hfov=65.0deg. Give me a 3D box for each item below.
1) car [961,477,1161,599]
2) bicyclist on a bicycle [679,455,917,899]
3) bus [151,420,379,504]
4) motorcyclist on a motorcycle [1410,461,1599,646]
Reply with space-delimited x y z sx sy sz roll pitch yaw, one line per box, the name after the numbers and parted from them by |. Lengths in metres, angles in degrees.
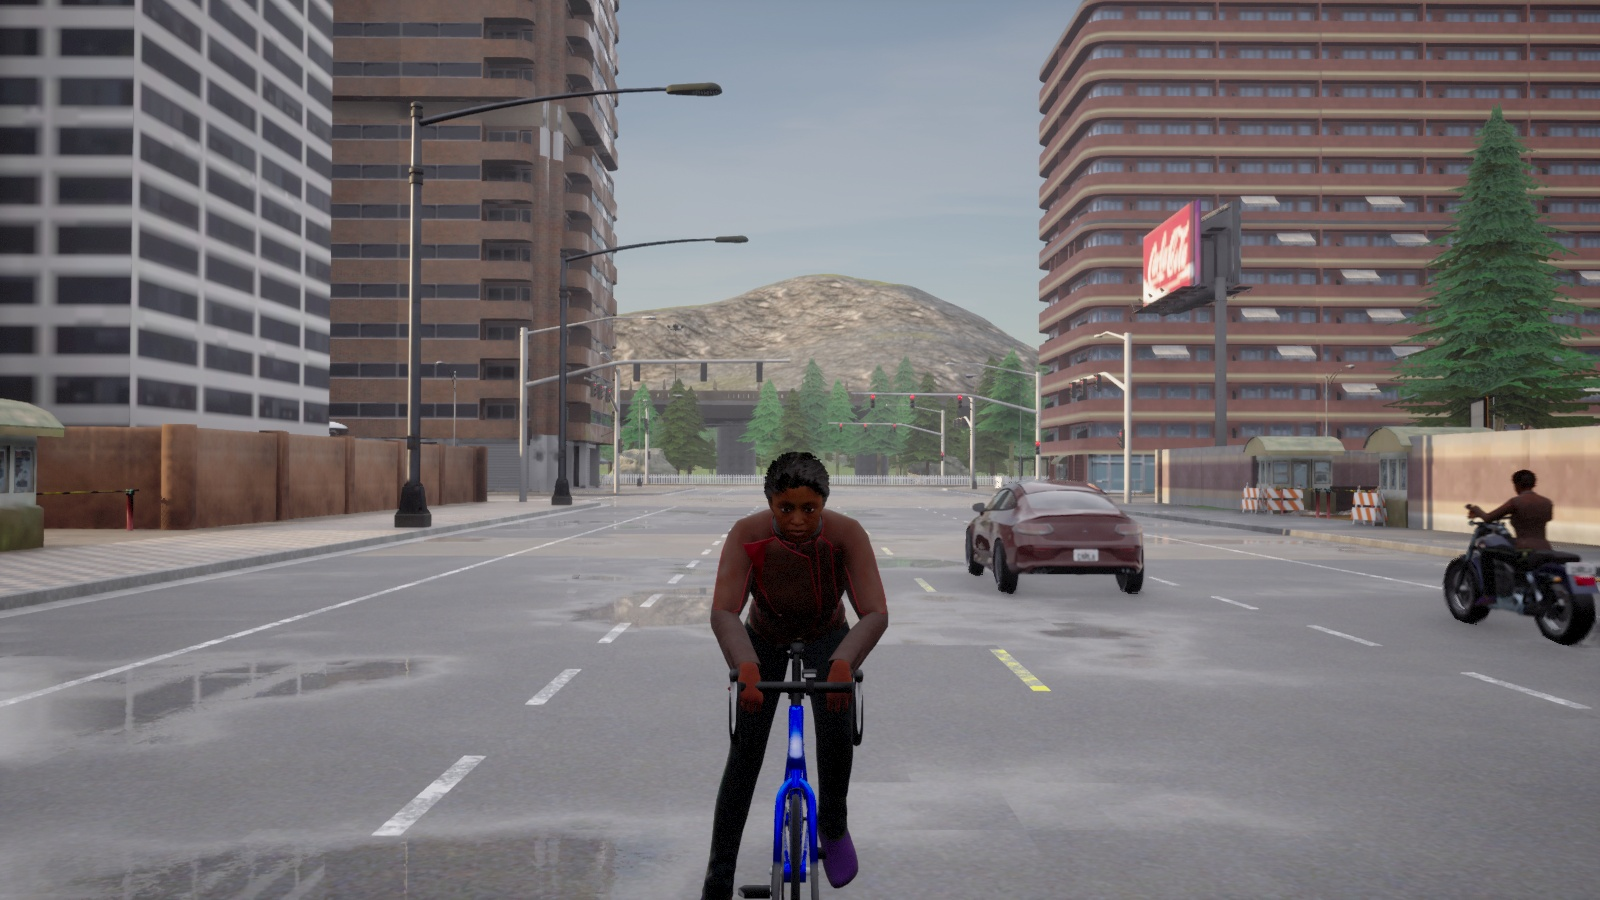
3.476 1.122 17.618 1.812 1.442 4.674 0 -1 0 | car
-0.005 0.833 3.919 0.582 1.620 1.656 0 -1 0 | bicyclist on a bicycle
-27.868 0.653 65.888 10.273 4.253 3.944 0 -1 0 | bus
6.983 0.945 12.379 0.766 1.649 2.350 0 -1 0 | motorcyclist on a motorcycle
